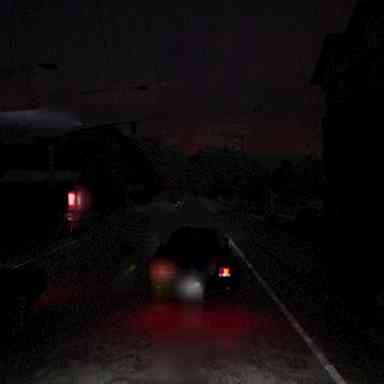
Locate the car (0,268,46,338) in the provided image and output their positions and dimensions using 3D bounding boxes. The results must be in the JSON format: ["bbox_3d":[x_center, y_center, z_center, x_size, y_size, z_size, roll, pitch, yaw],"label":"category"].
[{"bbox_3d":[-3.591,1.594,3.832,1.895,1.301,4.718,0,0,0],"label":"car"}]

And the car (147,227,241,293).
[{"bbox_3d":[0.056,1.586,8.776,1.895,1.301,4.718,0,0,1],"label":"car"}]

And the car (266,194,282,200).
[{"bbox_3d":[21.301,1.255,86.472,3.806,1.475,1.970,0,0,0],"label":"car"}]

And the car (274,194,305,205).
[{"bbox_3d":[14.485,1.166,48.749,3.806,1.475,1.970,0,0,0],"label":"car"}]

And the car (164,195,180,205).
[{"bbox_3d":[-3.569,1.410,56.566,1.837,1.490,4.892,0,0,0],"label":"car"}]

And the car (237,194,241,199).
[{"bbox_3d":[13.879,1.239,89.451,3.633,1.501,1.845,0,0,0],"label":"car"}]

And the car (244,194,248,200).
[{"bbox_3d":[13.746,0.994,70.866,4.605,1.855,1.932,0,0,0],"label":"car"}]

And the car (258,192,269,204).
[{"bbox_3d":[14.161,1.076,55.167,5.027,1.636,2.152,0,0,0],"label":"car"}]

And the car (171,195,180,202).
[{"bbox_3d":[-3.505,1.378,72.012,1.837,1.490,4.892,0,0,0],"label":"car"}]

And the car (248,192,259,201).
[{"bbox_3d":[14.158,0.978,67.961,3.866,1.878,1.905,0,0,0],"label":"car"}]
